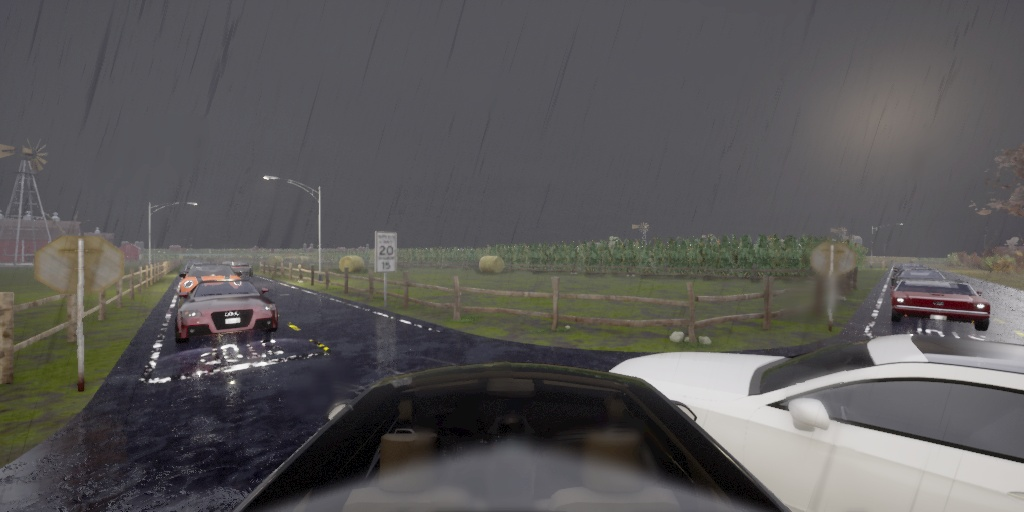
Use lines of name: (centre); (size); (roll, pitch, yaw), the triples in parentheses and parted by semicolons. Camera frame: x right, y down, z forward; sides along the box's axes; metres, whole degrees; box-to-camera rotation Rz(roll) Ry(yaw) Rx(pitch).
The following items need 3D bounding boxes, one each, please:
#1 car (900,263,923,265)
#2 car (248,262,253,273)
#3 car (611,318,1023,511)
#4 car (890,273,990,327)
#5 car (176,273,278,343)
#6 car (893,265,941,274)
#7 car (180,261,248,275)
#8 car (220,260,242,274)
car: (27.289, 1.401, 24.348); (4.181, 1.385, 1.994); (0, 1, -43)
car: (-27.071, 1.281, 35.630); (2.128, 1.511, 4.902); (0, 0, -42)
car: (2.833, 1.294, 2.405); (1.812, 1.442, 4.674); (0, 1, -44)
car: (13.489, 1.398, 11.494); (4.718, 1.301, 1.895); (0, 1, -43)
car: (-7.965, 1.354, 9.965); (1.994, 1.385, 4.181); (0, 0, -43)
car: (20.550, 1.363, 18.076); (5.357, 1.411, 2.033); (0, 1, -43)
car: (-13.757, 1.139, 16.434); (2.097, 1.767, 4.553); (0, 0, -42)
car: (-33.811, 1.302, 43.070); (1.837, 1.490, 4.892); (0, 0, -42)
